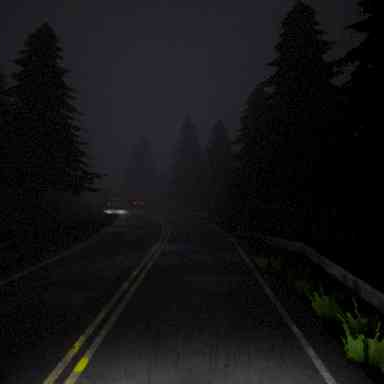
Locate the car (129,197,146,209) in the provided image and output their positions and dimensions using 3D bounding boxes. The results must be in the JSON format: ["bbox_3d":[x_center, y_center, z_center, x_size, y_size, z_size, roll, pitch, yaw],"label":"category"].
[{"bbox_3d":[-7.887,1.411,43.695,2.033,1.411,5.357,3,-1,-32],"label":"car"}]

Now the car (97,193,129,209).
[{"bbox_3d":[-9.989,0.970,40.594,2.150,2.045,5.566,3,0,-30],"label":"car"}]
